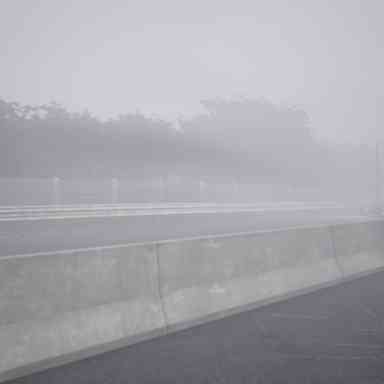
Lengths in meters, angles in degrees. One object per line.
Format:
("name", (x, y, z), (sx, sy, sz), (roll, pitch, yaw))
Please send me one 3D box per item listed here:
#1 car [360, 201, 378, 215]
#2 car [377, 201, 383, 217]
("car", (20.495, 1.754, 36.779), (4.902, 1.511, 2.128), (1, 0, -38))
("car", (20.310, 1.710, 32.226), (5.008, 1.535, 1.882), (1, 0, -37))
